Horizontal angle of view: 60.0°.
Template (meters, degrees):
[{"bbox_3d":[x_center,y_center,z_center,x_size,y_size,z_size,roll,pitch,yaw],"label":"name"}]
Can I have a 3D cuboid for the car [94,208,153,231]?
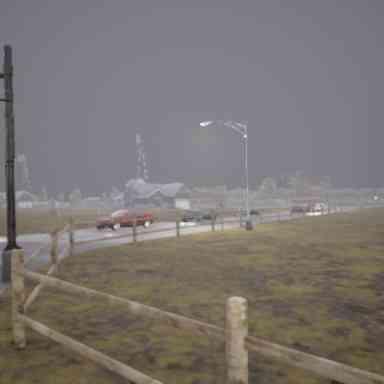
[{"bbox_3d":[-5.043,2.019,25.010,1.882,1.535,5.008,-3,-2,36],"label":"car"}]

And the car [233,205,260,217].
[{"bbox_3d":[6.813,2.350,41.464,2.128,1.511,4.902,-3,-2,36],"label":"car"}]

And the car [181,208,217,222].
[{"bbox_3d":[0.728,2.257,33.012,1.994,1.385,4.181,-3,-3,36],"label":"car"}]

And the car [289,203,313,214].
[{"bbox_3d":[15.164,2.372,46.746,1.837,1.490,4.892,-3,-3,36],"label":"car"}]

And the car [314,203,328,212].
[{"bbox_3d":[21.207,2.572,55.133,1.812,1.442,4.674,-3,-3,36],"label":"car"}]
